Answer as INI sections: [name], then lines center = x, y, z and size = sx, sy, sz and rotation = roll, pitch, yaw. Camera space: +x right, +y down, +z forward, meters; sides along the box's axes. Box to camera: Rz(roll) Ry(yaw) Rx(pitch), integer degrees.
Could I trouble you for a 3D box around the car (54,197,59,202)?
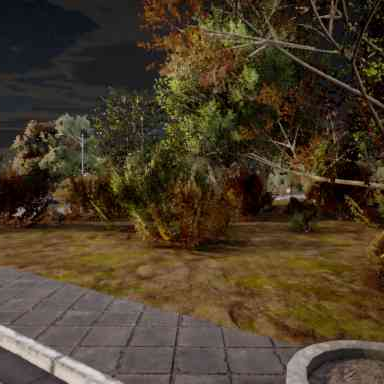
[car]
center = -19.466, 1.275, 44.682
size = 1.812, 1.442, 4.674
rotation = 0, 1, 32
